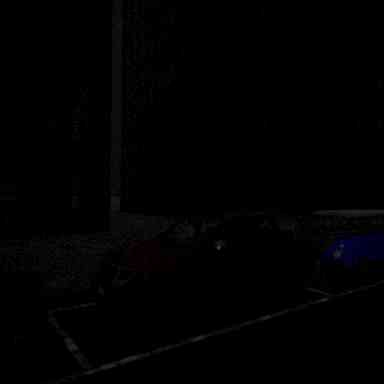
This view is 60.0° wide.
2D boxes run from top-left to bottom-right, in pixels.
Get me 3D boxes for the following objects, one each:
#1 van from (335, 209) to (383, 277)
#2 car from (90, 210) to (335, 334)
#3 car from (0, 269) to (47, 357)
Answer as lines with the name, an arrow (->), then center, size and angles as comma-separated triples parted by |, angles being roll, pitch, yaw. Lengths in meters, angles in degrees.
van -> 5.094, 1.436, 10.282 | 3.998, 1.788, 1.690 | 1, 0, -36
car -> 0.529, 1.356, 7.024 | 5.009, 1.841, 2.192 | 1, 0, -36
car -> -4.039, 1.539, 3.765 | 4.403, 1.369, 2.008 | 1, 0, -36
